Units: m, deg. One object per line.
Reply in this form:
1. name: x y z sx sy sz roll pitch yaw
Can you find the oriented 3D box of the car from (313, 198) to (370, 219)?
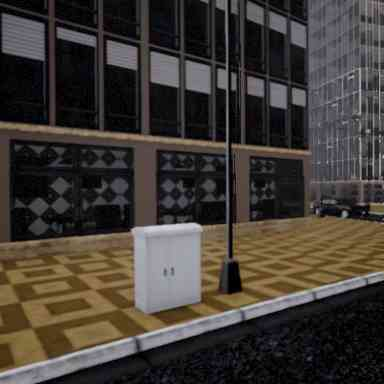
1. car: 11.979 1.239 26.970 1.882 1.535 5.008 -1 1 -17
